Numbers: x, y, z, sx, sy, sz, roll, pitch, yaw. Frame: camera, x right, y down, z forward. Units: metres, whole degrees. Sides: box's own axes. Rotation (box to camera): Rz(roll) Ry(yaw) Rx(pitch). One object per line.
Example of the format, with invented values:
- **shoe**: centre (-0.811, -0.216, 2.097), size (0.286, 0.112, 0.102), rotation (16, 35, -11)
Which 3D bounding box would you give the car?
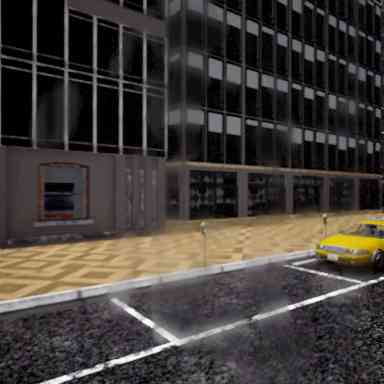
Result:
- **car**: centre (5.940, 1.519, 10.793), size (4.829, 1.417, 1.752), rotation (0, 0, -35)
